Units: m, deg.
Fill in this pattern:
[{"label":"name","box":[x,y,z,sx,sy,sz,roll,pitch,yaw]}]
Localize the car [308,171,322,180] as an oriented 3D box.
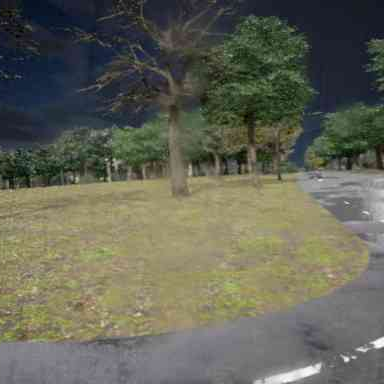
[{"label":"car","box":[20.092,-2.776,54.326,2.033,1.411,5.357,-3,3,19]}]
